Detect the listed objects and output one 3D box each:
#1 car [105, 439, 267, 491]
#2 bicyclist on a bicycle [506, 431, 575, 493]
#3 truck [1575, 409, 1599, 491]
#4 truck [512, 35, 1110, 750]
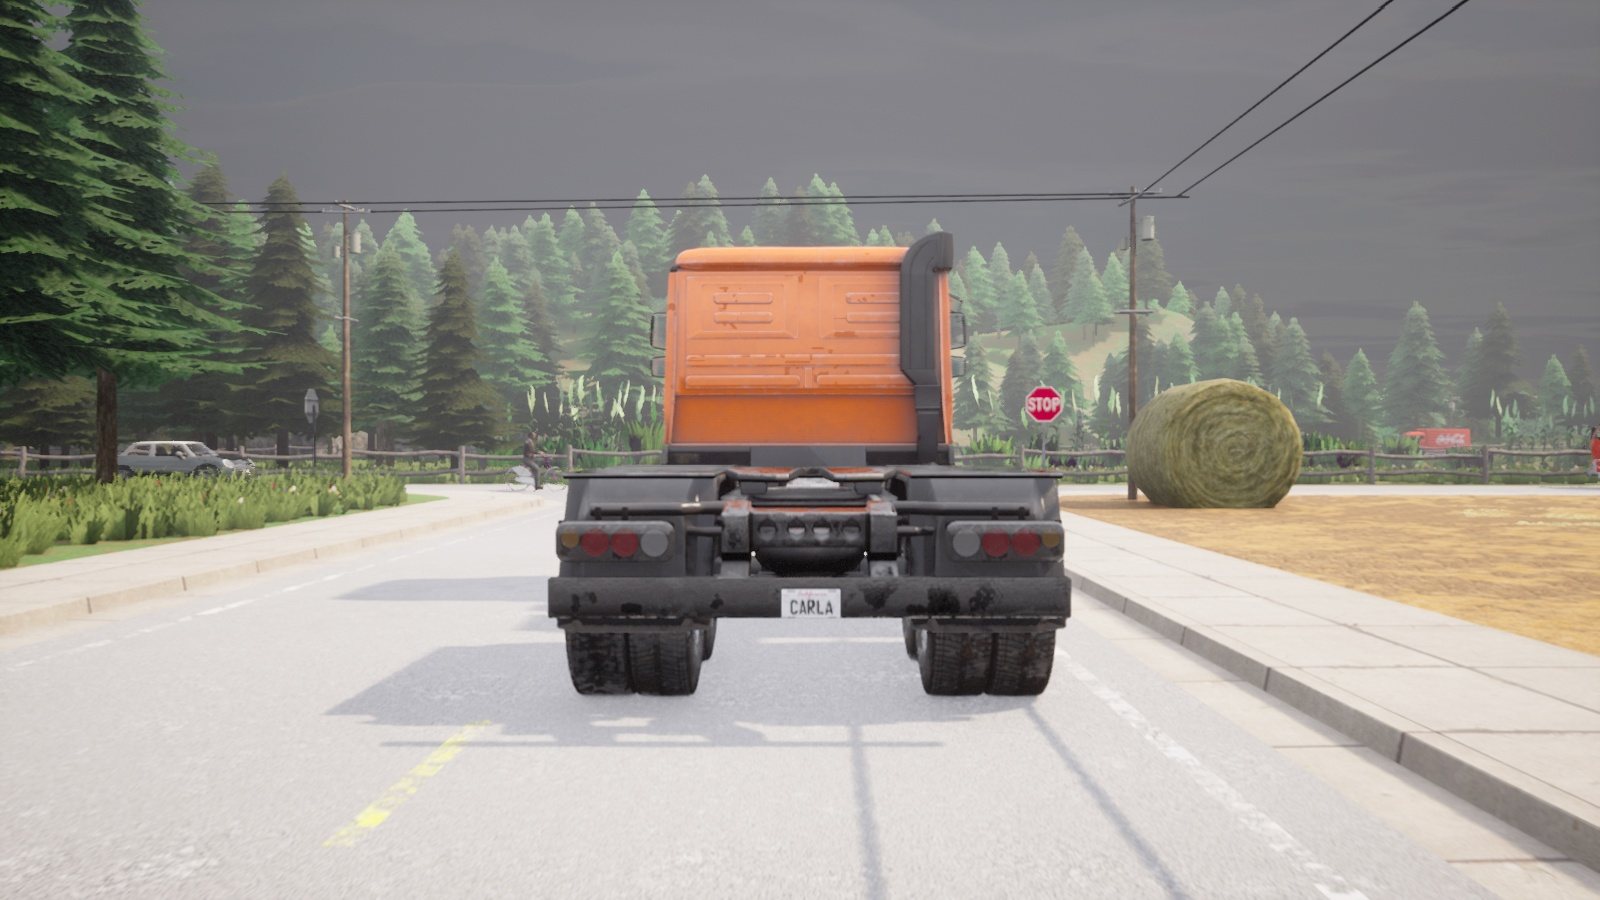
[{"bbox_3d":[-17.962,0.422,36.848,3.806,1.475,1.970,0,0,3],"label":"car"},{"bbox_3d":[-7.500,0.343,36.288,1.843,1.776,0.659,0,0,3],"label":"bicyclist on a bicycle"},{"bbox_3d":[26.828,-0.001,37.934,5.204,2.467,2.627,0,0,3],"label":"truck"},{"bbox_3d":[0.070,-0.301,10.054,2.891,3.462,7.936,0,0,0],"label":"truck"}]
